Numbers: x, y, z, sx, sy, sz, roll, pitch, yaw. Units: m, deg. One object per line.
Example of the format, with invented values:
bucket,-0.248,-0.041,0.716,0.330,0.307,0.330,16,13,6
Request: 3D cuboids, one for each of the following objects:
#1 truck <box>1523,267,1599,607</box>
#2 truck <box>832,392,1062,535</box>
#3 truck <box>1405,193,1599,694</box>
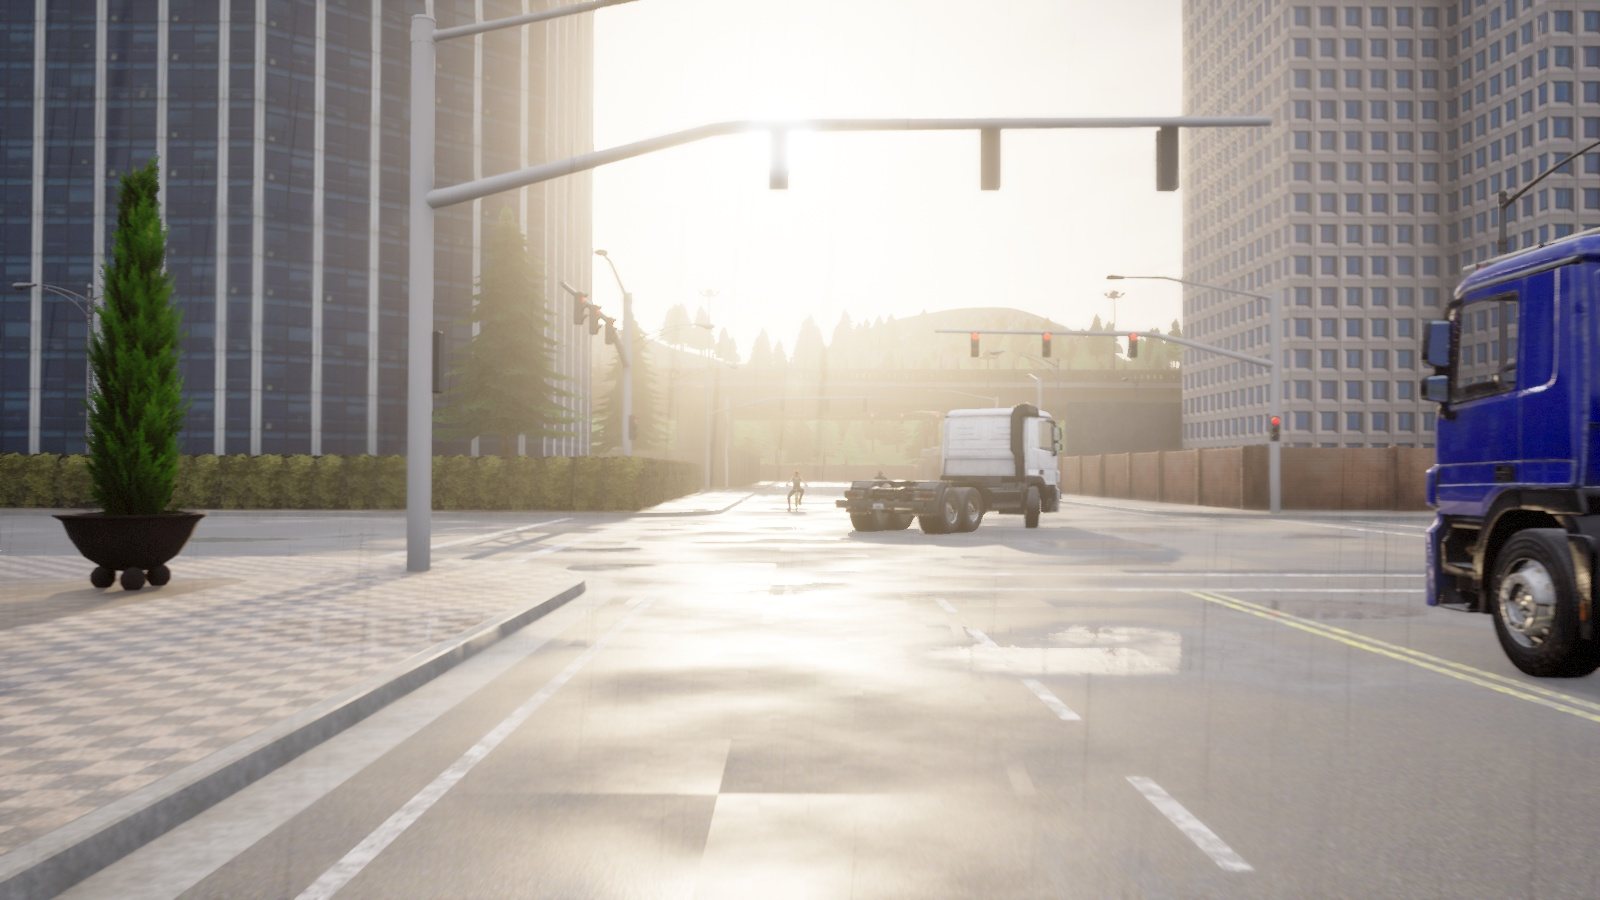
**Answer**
truck,10.463,-0.202,11.351,2.891,3.827,8.468,0,-1,0
truck,4.250,0.392,34.435,2.891,3.462,7.936,-1,-1,35
truck,6.977,-0.070,7.458,2.891,3.462,7.936,0,-1,0
